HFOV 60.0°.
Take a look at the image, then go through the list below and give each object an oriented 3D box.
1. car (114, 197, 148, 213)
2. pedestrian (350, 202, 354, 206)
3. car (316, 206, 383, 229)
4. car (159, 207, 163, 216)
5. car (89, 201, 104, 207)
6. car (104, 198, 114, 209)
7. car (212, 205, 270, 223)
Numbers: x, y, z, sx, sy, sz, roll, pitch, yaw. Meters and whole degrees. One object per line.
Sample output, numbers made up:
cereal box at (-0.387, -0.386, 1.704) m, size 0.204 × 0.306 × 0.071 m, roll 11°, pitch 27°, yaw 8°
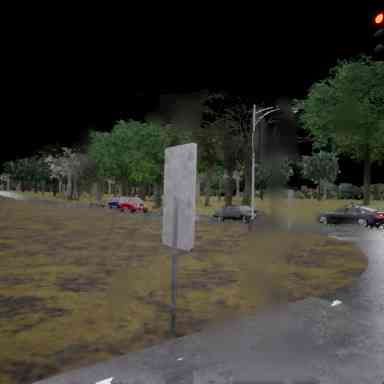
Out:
car at (-7.937, 1.679, 44.424) m, size 2.150 × 2.045 × 5.566 m, roll 3°, pitch -2°, yaw -35°
pedestrian at (13.354, 1.717, 27.813) m, size 0.375 × 1.860 × 0.375 m, roll 2°, pitch -1°, yaw -36°
car at (11.322, 1.777, 23.952) m, size 1.837 × 1.490 × 4.892 m, roll 3°, pitch -2°, yaw -36°
car at (-1.848, 1.927, 35.896) m, size 1.994 × 1.385 × 4.181 m, roll 3°, pitch -2°, yaw -37°
car at (-18.888, 2.345, 65.922) m, size 1.895 × 1.301 × 4.718 m, roll 3°, pitch -2°, yaw -35°
car at (-12.543, 1.909, 57.119) m, size 2.150 × 2.045 × 5.566 m, roll 3°, pitch -2°, yaw -35°
car at (3.963, 1.793, 27.840) m, size 2.033 × 1.411 × 5.357 m, roll 3°, pitch -2°, yaw -36°
